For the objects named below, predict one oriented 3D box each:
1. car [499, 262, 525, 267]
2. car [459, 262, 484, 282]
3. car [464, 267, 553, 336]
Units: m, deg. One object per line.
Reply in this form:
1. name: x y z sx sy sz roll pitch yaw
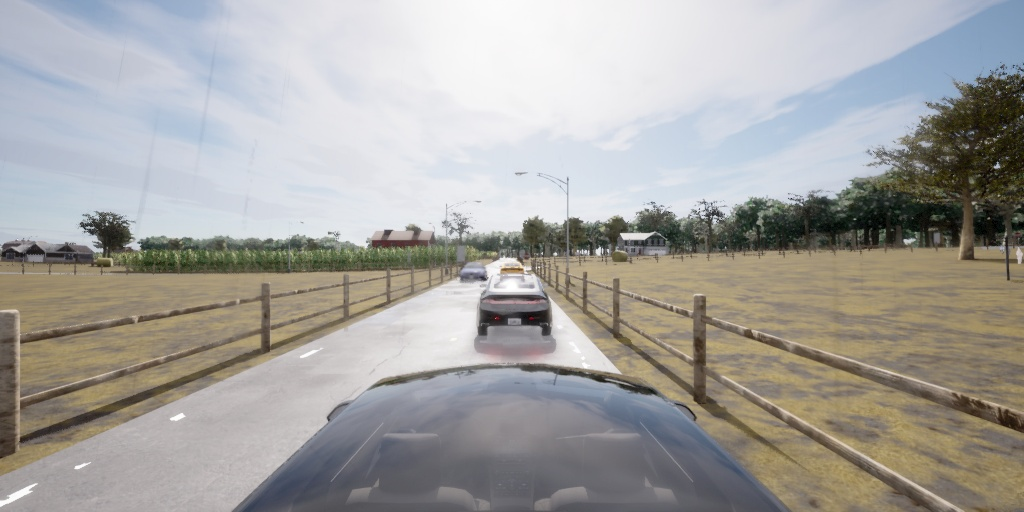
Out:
1. car: 0.006 1.194 29.046 1.882 1.535 5.008 0 0 0
2. car: -2.935 1.244 28.217 1.812 1.442 4.674 0 0 0
3. car: 0.065 1.241 10.389 2.128 1.511 4.902 0 0 0
